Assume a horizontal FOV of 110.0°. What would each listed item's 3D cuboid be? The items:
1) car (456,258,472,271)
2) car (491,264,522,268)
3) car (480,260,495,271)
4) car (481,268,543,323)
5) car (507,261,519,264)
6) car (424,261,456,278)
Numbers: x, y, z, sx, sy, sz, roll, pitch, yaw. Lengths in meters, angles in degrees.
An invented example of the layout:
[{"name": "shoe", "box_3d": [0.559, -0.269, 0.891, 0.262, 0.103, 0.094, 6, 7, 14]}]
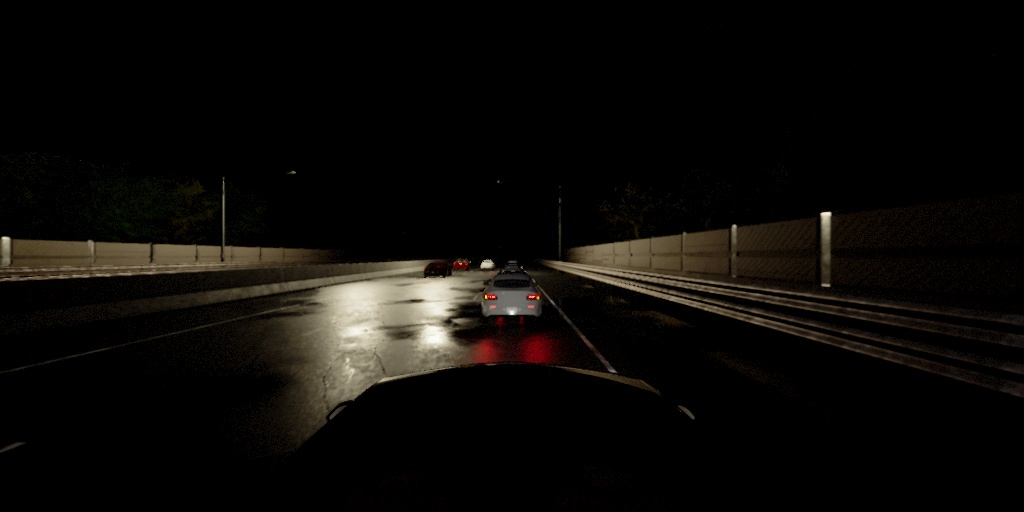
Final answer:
[{"name": "car", "box_3d": [-6.896, 1.111, 50.225, 2.097, 1.767, 4.553, 0, 0, 0]}, {"name": "car", "box_3d": [-0.005, 1.360, 21.192, 1.895, 1.301, 4.718, 0, 0, 2]}, {"name": "car", "box_3d": [-3.395, 1.285, 50.597, 1.812, 1.442, 4.674, 0, 0, 0]}, {"name": "car", "box_3d": [0.003, 1.281, 11.973, 1.812, 1.442, 4.674, 0, 0, 0]}, {"name": "car", "box_3d": [0.100, 1.331, 36.829, 1.994, 1.385, 4.181, 0, 0, 0]}, {"name": "car", "box_3d": [-6.894, 1.244, 33.746, 1.882, 1.535, 5.008, 0, 0, 0]}]
